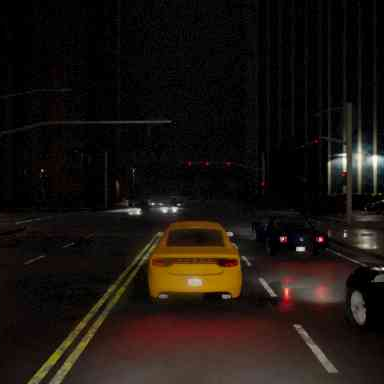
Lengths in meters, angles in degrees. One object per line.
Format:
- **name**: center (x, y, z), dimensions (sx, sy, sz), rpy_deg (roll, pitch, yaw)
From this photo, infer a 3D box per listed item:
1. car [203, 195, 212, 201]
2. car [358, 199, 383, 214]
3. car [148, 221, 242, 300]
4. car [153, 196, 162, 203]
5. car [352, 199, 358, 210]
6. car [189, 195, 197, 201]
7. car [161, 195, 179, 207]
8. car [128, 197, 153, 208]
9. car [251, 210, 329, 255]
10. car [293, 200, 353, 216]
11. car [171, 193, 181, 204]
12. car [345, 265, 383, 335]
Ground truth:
- **car**: center (3.724, 1.429, 79.621), dimensions (1.837, 1.490, 4.892), rpy_deg (0, 0, 0)
- **car**: center (20.946, 1.491, 35.450), dimensions (4.902, 1.511, 2.128), rpy_deg (0, 0, -1)
- **car**: center (0.078, 1.478, 8.475), dimensions (1.882, 1.535, 5.008), rpy_deg (0, 0, 1)
- **car**: center (-6.831, 1.507, 67.075), dimensions (1.837, 1.490, 4.892), rpy_deg (0, -1, 1)
- **car**: center (19.031, 1.547, 38.933), dimensions (5.357, 1.411, 2.033), rpy_deg (0, 0, 0)
- **car**: center (0.225, 1.367, 80.170), dimensions (1.994, 1.385, 4.181), rpy_deg (0, 0, 0)
- **car**: center (-3.348, 1.601, 50.974), dimensions (1.895, 1.301, 4.718), rpy_deg (0, 0, -2)
- **car**: center (-7.544, 1.492, 47.160), dimensions (2.128, 1.511, 4.902), rpy_deg (0, 0, 8)
- **car**: center (3.618, 1.601, 13.234), dimensions (1.895, 1.301, 4.718), rpy_deg (0, 0, 0)
- **car**: center (12.217, 1.601, 31.604), dimensions (4.718, 1.301, 1.895), rpy_deg (0, 0, 2)
- **car**: center (-3.340, 1.220, 66.231), dimensions (2.150, 2.045, 5.566), rpy_deg (0, 0, 1)
- **car**: center (3.611, 1.505, 3.963), dimensions (1.837, 1.490, 4.892), rpy_deg (0, 0, 0)
